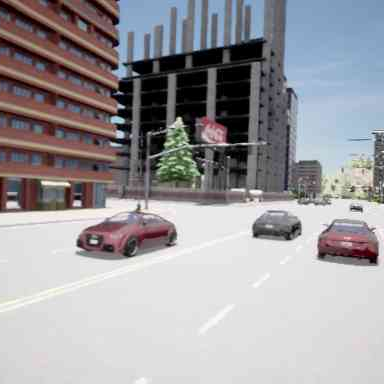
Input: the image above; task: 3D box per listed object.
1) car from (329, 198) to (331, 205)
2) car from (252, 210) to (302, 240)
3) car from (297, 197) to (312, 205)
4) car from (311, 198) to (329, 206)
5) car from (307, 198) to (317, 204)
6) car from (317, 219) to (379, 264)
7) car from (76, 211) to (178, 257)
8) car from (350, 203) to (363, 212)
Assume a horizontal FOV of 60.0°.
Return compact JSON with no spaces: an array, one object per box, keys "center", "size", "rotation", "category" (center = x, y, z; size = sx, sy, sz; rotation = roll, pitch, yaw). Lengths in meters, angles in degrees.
[{"center":[34.341,2.299,84.898],"size":[2.097,1.767,4.553],"rotation":[2,0,27],"category":"car"},{"center":[4.674,1.670,17.947],"size":[1.994,1.385,4.181],"rotation":[2,0,27],"category":"car"},{"center":[24.187,2.123,72.509],"size":[1.837,1.490,4.892],"rotation":[2,0,27],"category":"car"},{"center":[27.309,2.300,70.936],"size":[1.994,1.385,4.181],"rotation":[2,0,27],"category":"car"},{"center":[31.197,2.343,86.445],"size":[1.812,1.442,4.674],"rotation":[2,0,27],"category":"car"},{"center":[6.099,1.745,12.965],"size":[1.994,1.385,4.181],"rotation":[2,0,27],"category":"car"},{"center":[-2.229,1.431,12.403],"size":[1.994,1.385,4.181],"rotation":[2,0,27],"category":"car"},{"center":[25.669,2.364,51.890],"size":[1.895,1.301,4.718],"rotation":[2,0,27],"category":"car"}]
